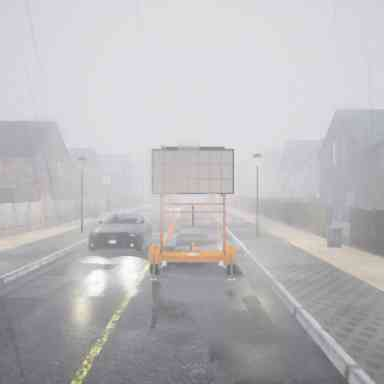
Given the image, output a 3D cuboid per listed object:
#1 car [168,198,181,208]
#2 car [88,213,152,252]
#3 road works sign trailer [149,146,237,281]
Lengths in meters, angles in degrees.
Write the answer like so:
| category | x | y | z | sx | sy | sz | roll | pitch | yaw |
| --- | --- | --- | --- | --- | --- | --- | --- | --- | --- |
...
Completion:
| category | x | y | z | sx | sy | sz | roll | pitch | yaw |
| --- | --- | --- | --- | --- | --- | --- | --- | --- | --- |
| car | -2.628 | 1.628 | 50.182 | 2.128 | 1.511 | 4.902 | 0 | 0 | 0 |
| car | -2.820 | 1.568 | 13.747 | 1.994 | 1.385 | 4.181 | 0 | 0 | 0 |
| road works sign trailer | 0.029 | 0.466 | 9.852 | 2.380 | 3.560 | 2.880 | 0 | 0 | 1 |
